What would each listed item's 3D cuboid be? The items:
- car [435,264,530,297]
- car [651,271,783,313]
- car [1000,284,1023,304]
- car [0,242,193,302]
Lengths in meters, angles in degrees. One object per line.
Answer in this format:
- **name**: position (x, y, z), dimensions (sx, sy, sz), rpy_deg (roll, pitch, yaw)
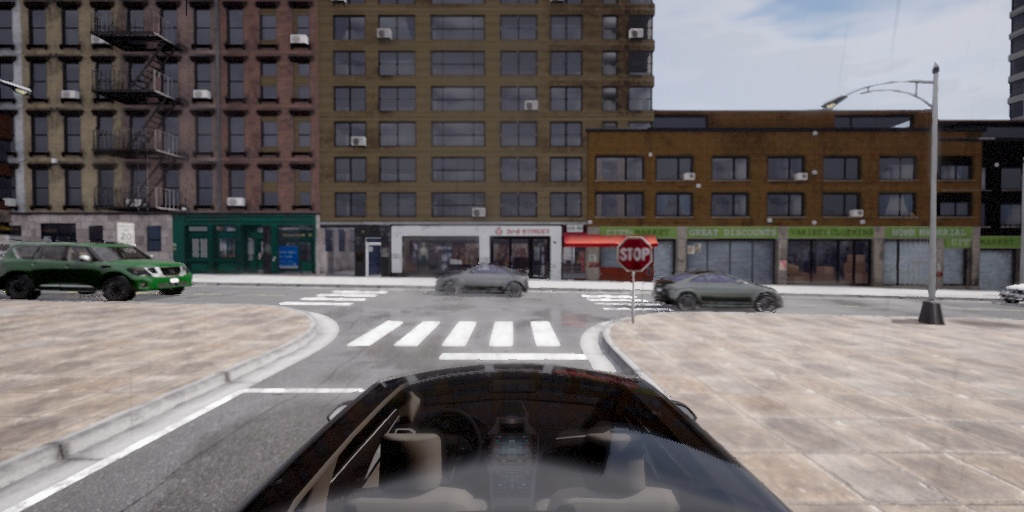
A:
- **car**: position (-1.289, 1.034, 16.088), dimensions (4.181, 1.385, 1.994), rpy_deg (1, 1, 0)
- **car**: position (7.379, 1.247, 13.139), dimensions (4.181, 1.385, 1.994), rpy_deg (1, 1, 0)
- **car**: position (25.117, 1.595, 16.092), dimensions (4.674, 1.442, 1.812), rpy_deg (2, 1, 0)
- **car**: position (-15.107, 0.518, 13.129), dimensions (5.566, 2.045, 2.150), rpy_deg (1, 1, 0)
